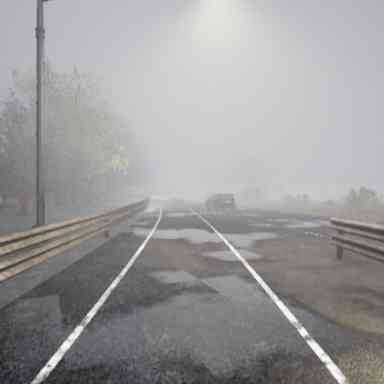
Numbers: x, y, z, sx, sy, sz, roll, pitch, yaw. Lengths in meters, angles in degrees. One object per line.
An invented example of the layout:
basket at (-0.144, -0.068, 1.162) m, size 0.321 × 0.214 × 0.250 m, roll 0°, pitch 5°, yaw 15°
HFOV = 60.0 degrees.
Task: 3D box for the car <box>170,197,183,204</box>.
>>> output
car at (-3.034, 1.581, 64.231) m, size 1.895 × 1.301 × 4.718 m, roll 0°, pitch 0°, yaw -13°

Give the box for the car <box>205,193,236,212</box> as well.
car at (3.183, 1.171, 38.005) m, size 2.150 × 2.045 × 5.566 m, roll 0°, pitch 0°, yaw -13°
